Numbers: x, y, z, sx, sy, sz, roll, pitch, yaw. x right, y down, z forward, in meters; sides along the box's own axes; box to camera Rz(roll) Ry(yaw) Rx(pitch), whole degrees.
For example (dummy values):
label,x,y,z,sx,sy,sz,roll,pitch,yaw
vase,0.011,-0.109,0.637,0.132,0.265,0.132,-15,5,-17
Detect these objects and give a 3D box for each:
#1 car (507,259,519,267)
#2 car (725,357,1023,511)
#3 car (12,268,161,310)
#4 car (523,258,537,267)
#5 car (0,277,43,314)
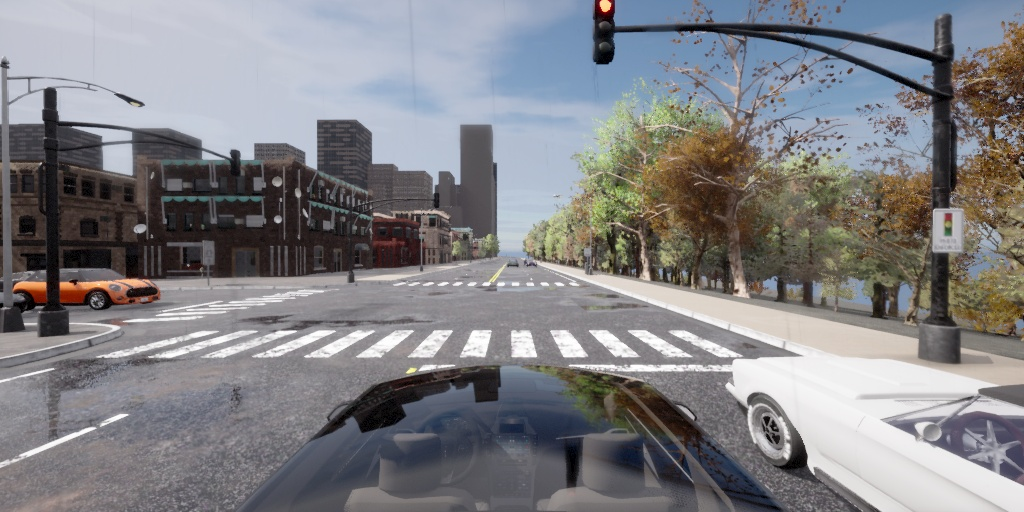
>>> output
label,x,y,z,sx,sy,sz,roll,pitch,yaw
car,0.158,1.290,63.420,1.994,1.385,4.181,0,0,1
car,3.350,1.351,1.913,1.895,1.301,4.718,0,0,0
car,-17.966,1.301,15.296,4.553,1.767,2.097,-1,1,-1
car,3.420,1.327,63.698,1.895,1.301,4.718,0,0,0
car,-19.936,1.565,12.562,4.313,1.339,1.948,0,0,0
